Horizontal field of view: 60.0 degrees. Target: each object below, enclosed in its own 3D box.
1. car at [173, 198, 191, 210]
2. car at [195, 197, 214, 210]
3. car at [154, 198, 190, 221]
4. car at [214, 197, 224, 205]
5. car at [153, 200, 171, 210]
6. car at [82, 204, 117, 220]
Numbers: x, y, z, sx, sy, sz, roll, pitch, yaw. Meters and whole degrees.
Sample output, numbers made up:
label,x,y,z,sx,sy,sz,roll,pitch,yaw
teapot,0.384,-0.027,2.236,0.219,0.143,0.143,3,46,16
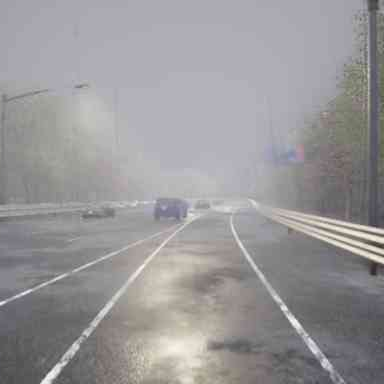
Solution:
label,x,y,z,sx,sy,sz,roll,pitch,yaw
car,-1.584,1.980,55.234,2.097,1.767,4.553,0,-1,9
car,1.860,1.991,54.627,2.097,1.767,4.553,0,-1,9
car,-1.907,1.539,30.742,2.150,2.045,5.566,0,-1,9
car,6.507,2.567,84.053,1.812,1.442,4.674,0,-1,9
car,-5.020,2.125,55.898,1.837,1.490,4.892,0,-1,9
car,-8.804,1.858,31.897,1.994,1.385,4.181,0,-1,9
